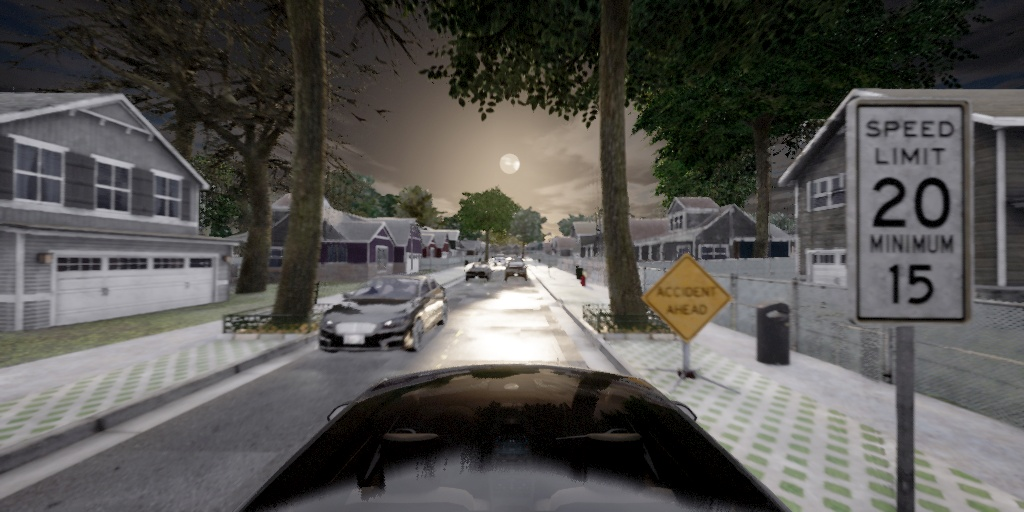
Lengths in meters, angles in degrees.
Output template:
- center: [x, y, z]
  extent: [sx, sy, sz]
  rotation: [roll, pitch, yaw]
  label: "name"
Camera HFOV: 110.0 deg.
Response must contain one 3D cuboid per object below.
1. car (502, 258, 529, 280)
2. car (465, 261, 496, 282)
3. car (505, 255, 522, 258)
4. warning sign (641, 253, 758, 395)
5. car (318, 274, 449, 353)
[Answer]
- center: [0.337, 1.204, 30.306]
  extent: [1.837, 1.490, 4.892]
  rotation: [0, 0, 1]
  label: "car"
- center: [-2.569, 1.285, 28.775]
  extent: [1.895, 1.301, 4.718]
  rotation: [0, 0, 1]
  label: "car"
- center: [0.507, 0.946, 49.448]
  extent: [2.097, 1.767, 4.553]
  rotation: [0, 0, 0]
  label: "car"
- center: [2.528, 0.883, 5.199]
  extent: [1.300, 1.860, 1.060]
  rotation: [0, 0, 1]
  label: "warning sign"
- center: [-2.802, 1.218, 8.834]
  extent: [2.128, 1.511, 4.902]
  rotation: [0, 0, 0]
  label: "car"
